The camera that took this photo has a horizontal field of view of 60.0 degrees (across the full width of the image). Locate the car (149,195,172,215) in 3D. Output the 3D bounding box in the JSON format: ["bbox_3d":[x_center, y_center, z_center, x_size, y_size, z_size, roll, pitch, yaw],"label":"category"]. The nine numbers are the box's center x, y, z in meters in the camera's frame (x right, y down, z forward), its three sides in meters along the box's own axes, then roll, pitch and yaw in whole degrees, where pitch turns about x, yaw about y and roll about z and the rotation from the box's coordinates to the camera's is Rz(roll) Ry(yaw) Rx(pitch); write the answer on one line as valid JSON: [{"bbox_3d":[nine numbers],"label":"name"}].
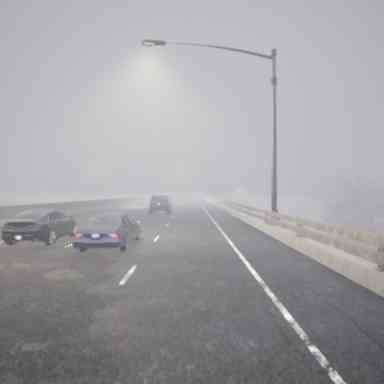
[{"bbox_3d":[-3.397,1.350,36.442,2.150,2.045,5.566,0,0,0],"label":"car"}]

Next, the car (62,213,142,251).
[{"bbox_3d":[-3.401,1.600,14.237,2.033,1.411,5.357,0,0,0],"label":"car"}]

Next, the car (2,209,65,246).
[{"bbox_3d":[-6.899,1.561,15.643,1.837,1.490,4.892,0,0,0],"label":"car"}]
